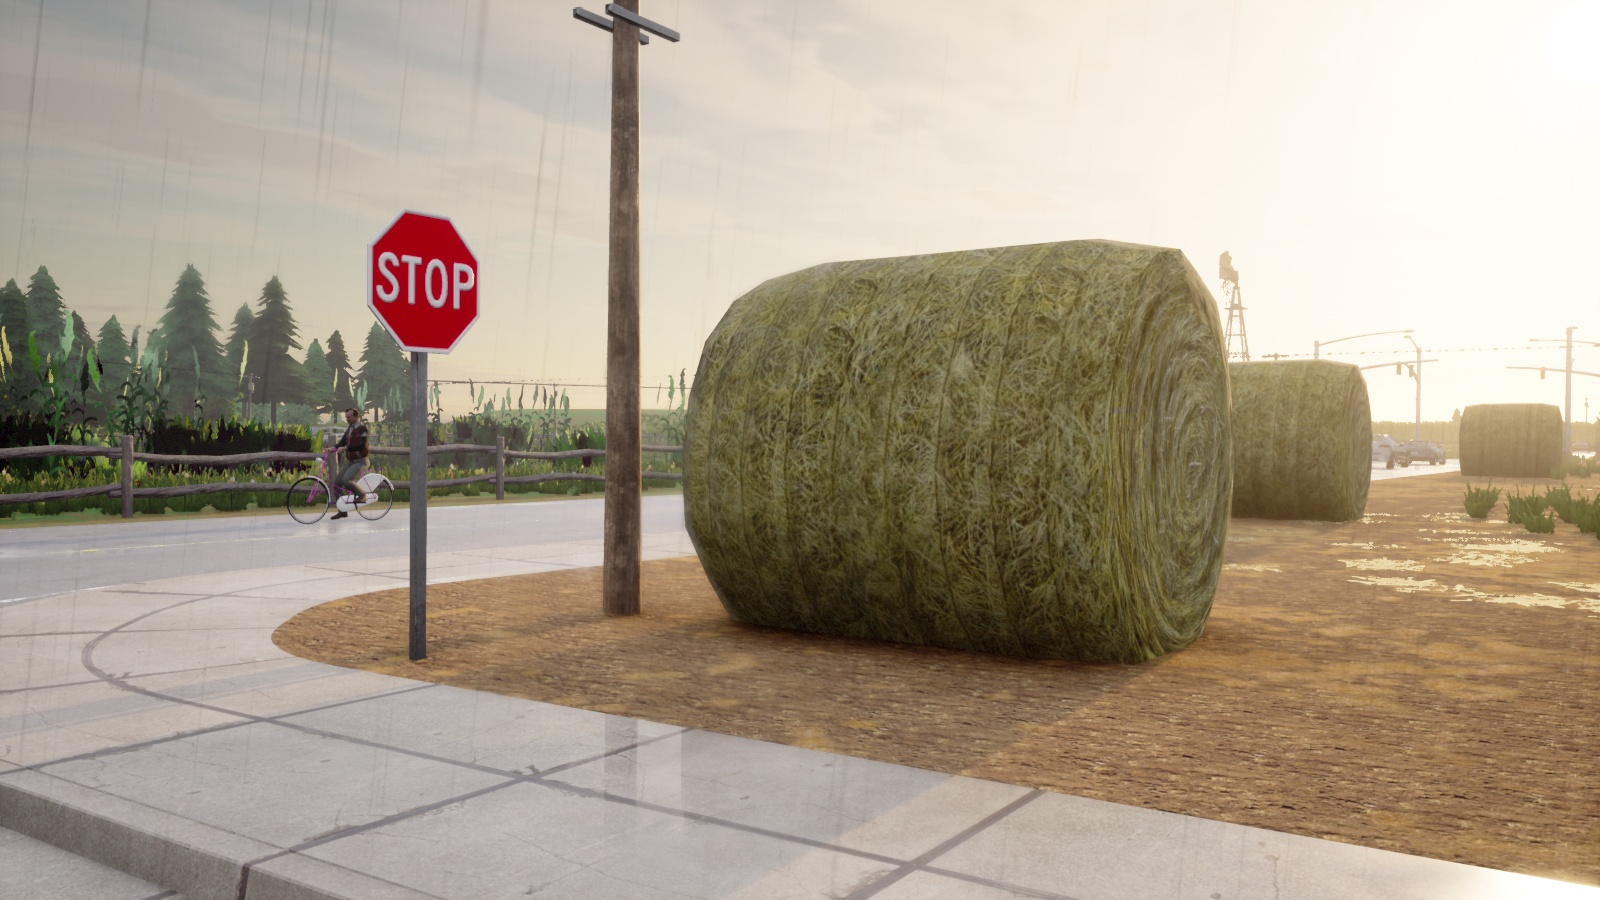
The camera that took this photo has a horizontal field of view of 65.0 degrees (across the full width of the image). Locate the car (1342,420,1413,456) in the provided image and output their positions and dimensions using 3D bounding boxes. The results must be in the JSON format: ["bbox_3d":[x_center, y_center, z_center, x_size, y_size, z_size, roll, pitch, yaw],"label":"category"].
[{"bbox_3d":[27.981,-0.608,60.799,2.152,1.651,5.027,0,1,36],"label":"car"}]

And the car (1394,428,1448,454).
[{"bbox_3d":[34.361,-0.499,69.450,1.994,1.385,4.181,0,1,36],"label":"car"}]

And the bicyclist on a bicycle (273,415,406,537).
[{"bbox_3d":[-7.018,0.368,19.220,0.659,1.776,1.843,0,1,36],"label":"bicyclist on a bicycle"}]

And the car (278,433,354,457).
[{"bbox_3d":[-34.920,-0.347,90.741,2.242,1.667,4.611,0,1,37],"label":"car"}]
